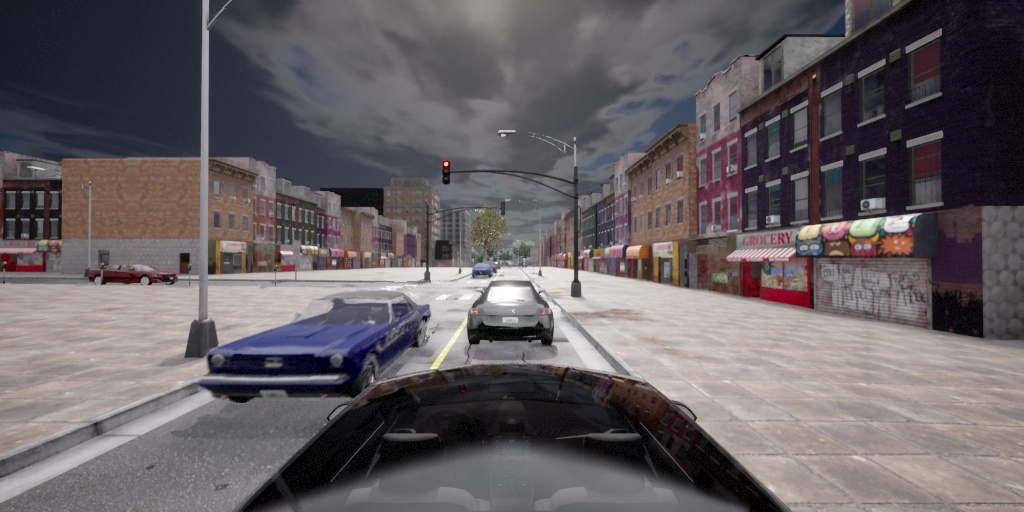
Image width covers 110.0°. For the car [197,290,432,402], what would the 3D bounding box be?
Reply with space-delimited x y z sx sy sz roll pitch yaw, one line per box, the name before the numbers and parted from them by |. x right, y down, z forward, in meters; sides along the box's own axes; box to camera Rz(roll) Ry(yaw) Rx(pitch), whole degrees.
car | -2.871 1.355 6.507 1.895 1.301 4.718 0 0 0

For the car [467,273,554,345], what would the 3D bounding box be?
car | -0.033 1.325 9.570 1.994 1.385 4.181 0 0 0

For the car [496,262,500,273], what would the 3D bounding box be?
car | -3.085 1.384 47.797 2.097 1.767 4.553 0 0 0

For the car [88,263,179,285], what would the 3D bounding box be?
car | -23.344 1.118 22.198 4.507 1.381 1.888 0 0 0

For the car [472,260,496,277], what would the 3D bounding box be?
car | -3.031 1.415 37.397 1.882 1.535 5.008 0 -1 0
